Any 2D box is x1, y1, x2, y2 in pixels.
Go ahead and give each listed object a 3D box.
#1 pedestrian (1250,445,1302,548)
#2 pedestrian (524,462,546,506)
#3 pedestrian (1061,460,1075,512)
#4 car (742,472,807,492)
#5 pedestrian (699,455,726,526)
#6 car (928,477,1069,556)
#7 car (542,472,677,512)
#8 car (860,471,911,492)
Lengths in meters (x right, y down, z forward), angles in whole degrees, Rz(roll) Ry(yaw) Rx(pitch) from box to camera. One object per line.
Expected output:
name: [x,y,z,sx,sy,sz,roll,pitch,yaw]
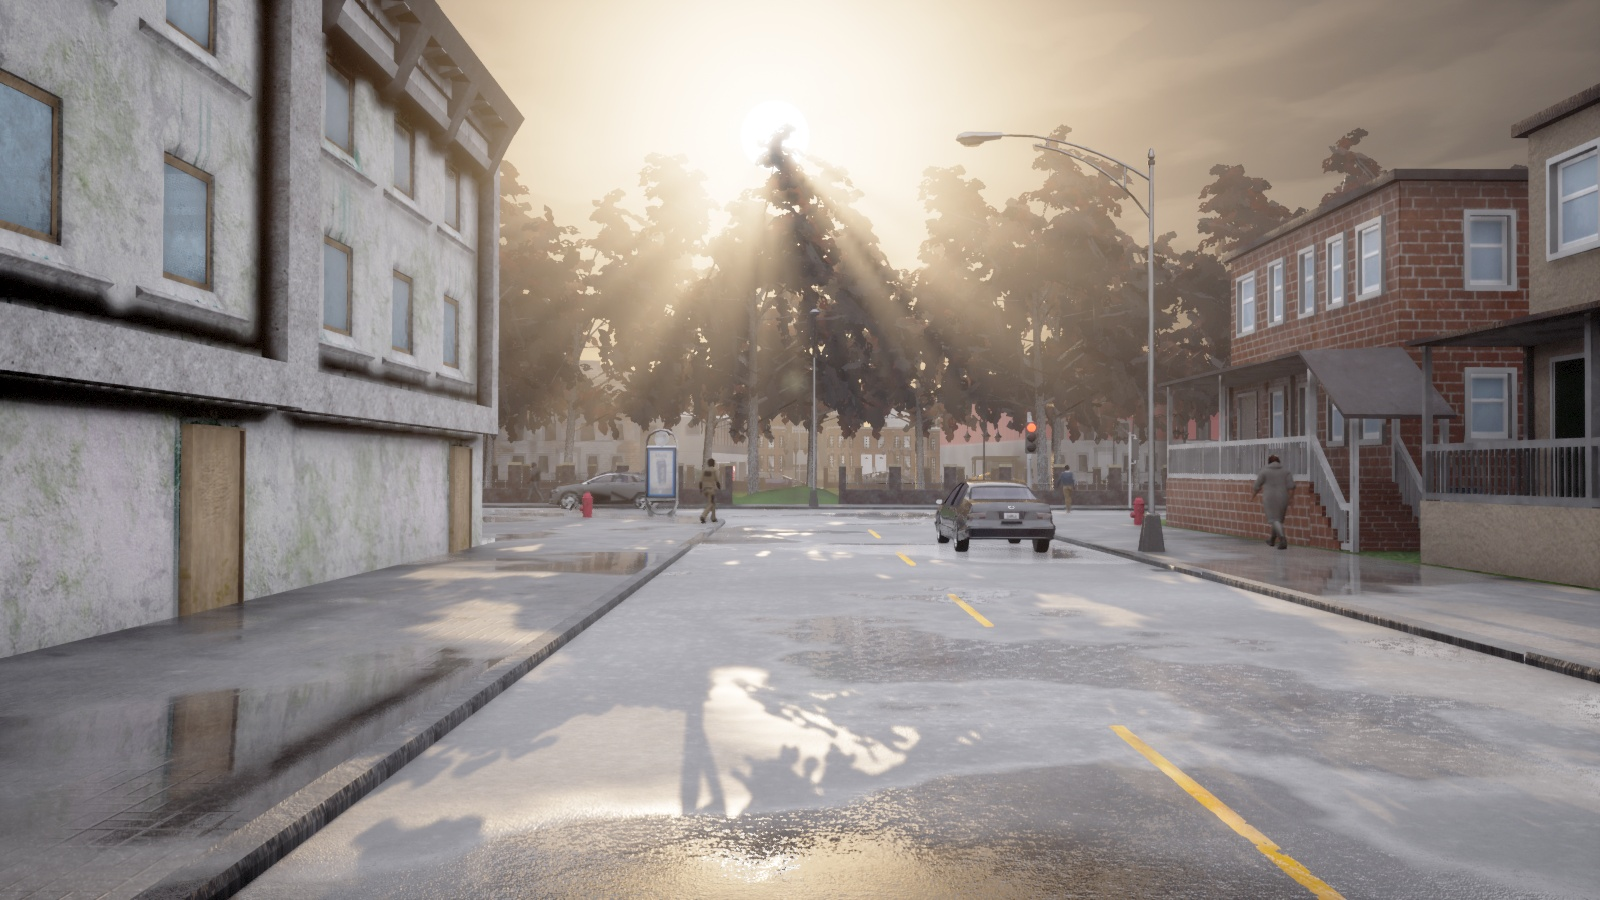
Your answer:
pedestrian: [9.189,0.894,24.244,0.659,1.952,0.873,0,-1,0]
pedestrian: [-11.516,1.484,54.564,0.849,1.883,0.563,0,-1,0]
pedestrian: [10.170,1.362,47.650,0.423,1.949,0.788,0,-1,8]
car: [-1.911,2.405,94.519,4.792,1.488,2.163,0,-1,0]
pedestrian: [-2.416,1.116,34.720,0.396,1.930,0.692,-1,-1,37]
car: [3.925,1.279,25.795,2.033,1.411,5.357,0,-1,0]
car: [-7.417,1.625,49.219,4.902,1.511,2.128,0,-1,3]
car: [6.412,2.351,94.551,3.705,1.549,1.789,0,-1,0]
